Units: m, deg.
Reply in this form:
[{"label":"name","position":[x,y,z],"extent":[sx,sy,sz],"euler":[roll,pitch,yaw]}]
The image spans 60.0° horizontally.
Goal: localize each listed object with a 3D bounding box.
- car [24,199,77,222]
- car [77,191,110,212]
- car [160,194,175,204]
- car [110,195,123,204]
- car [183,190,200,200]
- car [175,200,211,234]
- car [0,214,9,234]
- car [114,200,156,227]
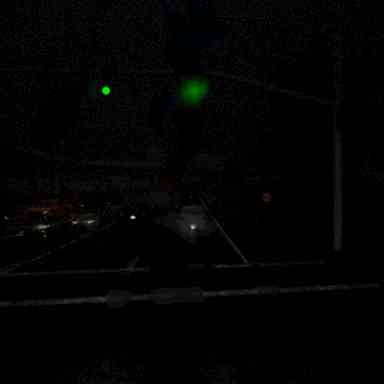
[{"label":"car","position":[-10.619,1.308,24.886],"extent":[1.882,1.535,5.008],"euler":[0,1,1]},{"label":"car","position":[-10.603,0.914,34.922],"extent":[2.150,2.045,5.566],"euler":[0,1,0]},{"label":"car","position":[-3.629,0.976,48.537],"extent":[1.812,1.442,4.674],"euler":[0,1,0]},{"label":"car","position":[-10.631,1.055,45.335],"extent":[2.033,1.411,5.357],"euler":[0,1,0]},{"label":"car","position":[-0.135,0.709,46.602],"extent":[2.150,2.045,5.566],"euler":[0,1,0]},{"label":"car","position":[0.044,1.427,18.282],"extent":[1.812,1.442,4.674],"euler":[0,1,0]},{"label":"car","position":[-10.639,1.485,15.815],"extent":[1.994,1.385,4.181],"euler":[0,1,0]},{"label":"car","position":[-3.467,1.431,21.499],"extent":[1.994,1.385,4.181],"euler":[0,1,0]}]
